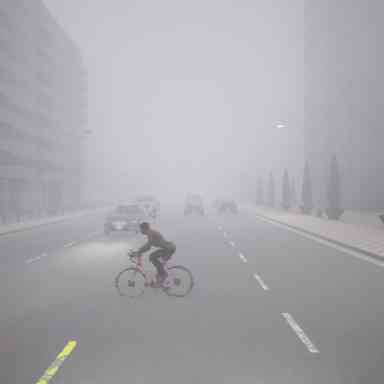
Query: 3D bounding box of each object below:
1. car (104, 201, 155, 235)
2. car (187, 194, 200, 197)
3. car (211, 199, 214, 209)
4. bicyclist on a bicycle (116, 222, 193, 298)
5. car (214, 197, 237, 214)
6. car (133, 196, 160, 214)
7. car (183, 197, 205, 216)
[{"bbox_3d":[-3.577,1.493,18.789,2.128,1.511,4.902,0,0,0],"label":"car"},{"bbox_3d":[0.220,1.222,43.948,2.150,2.045,5.566,0,0,1],"label":"car"},{"bbox_3d":[3.663,1.505,45.585,1.837,1.490,4.892,0,0,1],"label":"car"},{"bbox_3d":[-0.814,1.455,7.025,1.656,1.620,0.582,-2,0,0],"label":"bicyclist on a bicycle"},{"bbox_3d":[3.659,1.505,35.317,1.837,1.490,4.892,0,0,1],"label":"car"},{"bbox_3d":[-3.460,1.009,24.362,2.097,1.767,4.553,0,0,0],"label":"car"},{"bbox_3d":[0.188,1.526,33.017,1.812,1.442,4.674,0,0,0],"label":"car"}]
